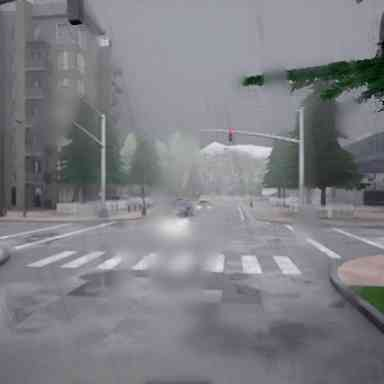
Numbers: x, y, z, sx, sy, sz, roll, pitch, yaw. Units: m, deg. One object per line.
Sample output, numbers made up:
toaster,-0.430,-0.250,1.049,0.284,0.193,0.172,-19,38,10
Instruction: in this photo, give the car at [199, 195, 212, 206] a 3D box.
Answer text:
car,2.059,1.233,52.698,1.882,1.535,5.008,0,0,7

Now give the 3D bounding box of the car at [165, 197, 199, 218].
car,-0.983,1.456,28.733,2.128,1.511,4.902,0,1,9

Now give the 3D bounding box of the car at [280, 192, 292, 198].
car,23.731,1.094,85.134,1.845,1.501,3.633,0,0,8
